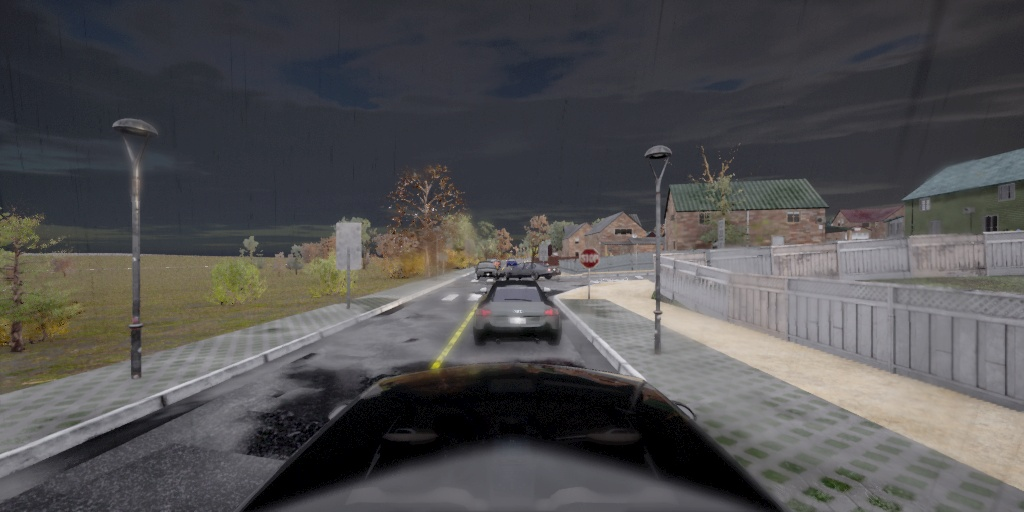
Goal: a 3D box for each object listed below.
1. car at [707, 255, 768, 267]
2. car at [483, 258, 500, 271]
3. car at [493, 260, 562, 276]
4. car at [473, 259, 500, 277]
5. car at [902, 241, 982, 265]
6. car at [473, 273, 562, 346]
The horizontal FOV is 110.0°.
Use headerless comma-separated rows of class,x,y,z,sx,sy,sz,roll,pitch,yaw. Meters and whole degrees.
car,14.371,0.413,22.841,4.181,1.385,1.994,-3,0,16
car,-2.885,1.121,51.181,2.097,1.767,4.553,0,0,1
car,1.316,1.198,28.455,5.357,1.411,2.033,-4,-3,43
car,-2.273,1.258,31.363,1.837,1.490,4.892,0,0,-8
car,23.874,-0.208,20.426,4.902,1.511,2.128,-3,0,14
car,0.096,1.313,9.439,1.994,1.385,4.181,0,0,-1
